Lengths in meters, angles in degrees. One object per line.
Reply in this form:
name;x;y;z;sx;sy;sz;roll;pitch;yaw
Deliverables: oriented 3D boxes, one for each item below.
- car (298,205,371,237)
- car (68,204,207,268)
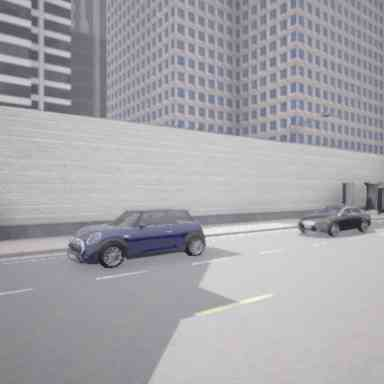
car;7.771;1.468;18.008;4.902;1.511;2.128;0;0;-35
car;-1.761;1.345;11.331;4.553;1.767;2.097;0;0;-35
